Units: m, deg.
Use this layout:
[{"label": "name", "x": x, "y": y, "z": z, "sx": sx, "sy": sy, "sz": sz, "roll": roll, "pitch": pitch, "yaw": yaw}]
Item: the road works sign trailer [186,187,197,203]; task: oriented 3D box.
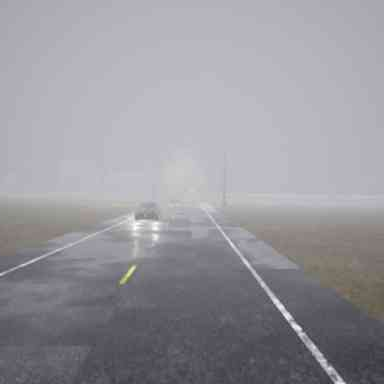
[{"label": "road works sign trailer", "x": -0.037, "y": 0.679, "z": 73.749, "sx": 2.380, "sy": 3.560, "sz": 2.880, "roll": 0, "pitch": 0, "yaw": 0}]

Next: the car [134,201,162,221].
[{"label": "car", "x": -3.612, "y": 1.585, "z": 27.930, "sx": 1.837, "sy": 1.490, "sz": 4.892, "roll": 0, "pitch": 0, "yaw": 0}]

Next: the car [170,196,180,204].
[{"label": "car", "x": -3.534, "y": 1.668, "z": 69.054, "sx": 1.882, "sy": 1.535, "sz": 5.008, "roll": 0, "pitch": 0, "yaw": 0}]
